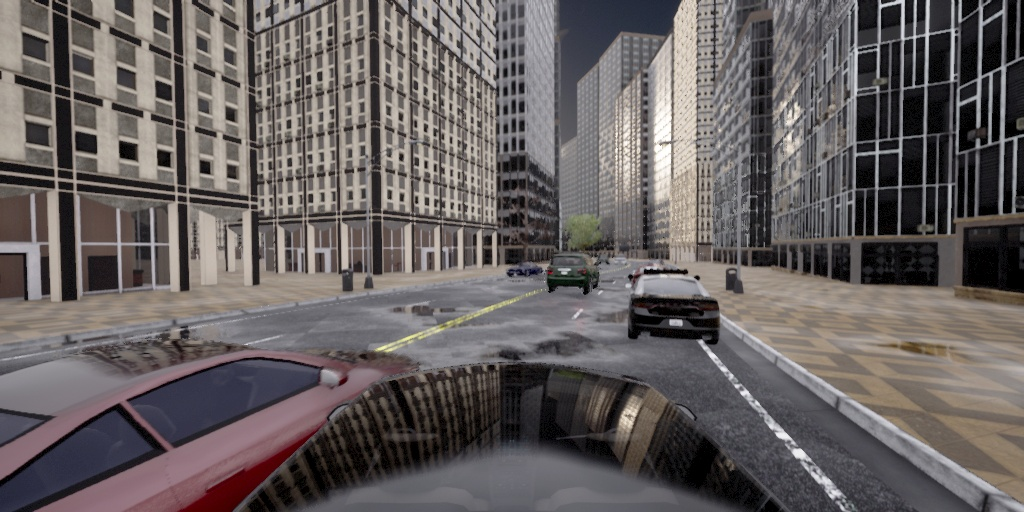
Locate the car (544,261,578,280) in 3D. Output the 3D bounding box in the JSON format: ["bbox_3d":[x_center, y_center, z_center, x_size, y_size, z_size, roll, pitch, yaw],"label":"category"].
[{"bbox_3d":[4.368,1.190,31.346,1.812,1.442,4.674,0,0,23],"label":"car"}]

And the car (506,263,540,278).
[{"bbox_3d":[1.147,1.257,32.149,1.895,1.301,4.718,0,0,23],"label":"car"}]

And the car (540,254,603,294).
[{"bbox_3d":[3.536,0.923,20.176,2.150,2.045,5.566,0,0,21],"label":"car"}]

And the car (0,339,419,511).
[{"bbox_3d":[-2.311,1.313,2.613,1.994,1.385,4.181,0,0,16],"label":"car"}]

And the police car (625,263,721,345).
[{"bbox_3d":[4.163,1.156,9.779,1.930,1.638,5.238,0,0,18],"label":"police car"}]

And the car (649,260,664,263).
[{"bbox_3d":[7.394,1.187,18.865,1.882,1.535,5.008,0,0,21],"label":"car"}]
